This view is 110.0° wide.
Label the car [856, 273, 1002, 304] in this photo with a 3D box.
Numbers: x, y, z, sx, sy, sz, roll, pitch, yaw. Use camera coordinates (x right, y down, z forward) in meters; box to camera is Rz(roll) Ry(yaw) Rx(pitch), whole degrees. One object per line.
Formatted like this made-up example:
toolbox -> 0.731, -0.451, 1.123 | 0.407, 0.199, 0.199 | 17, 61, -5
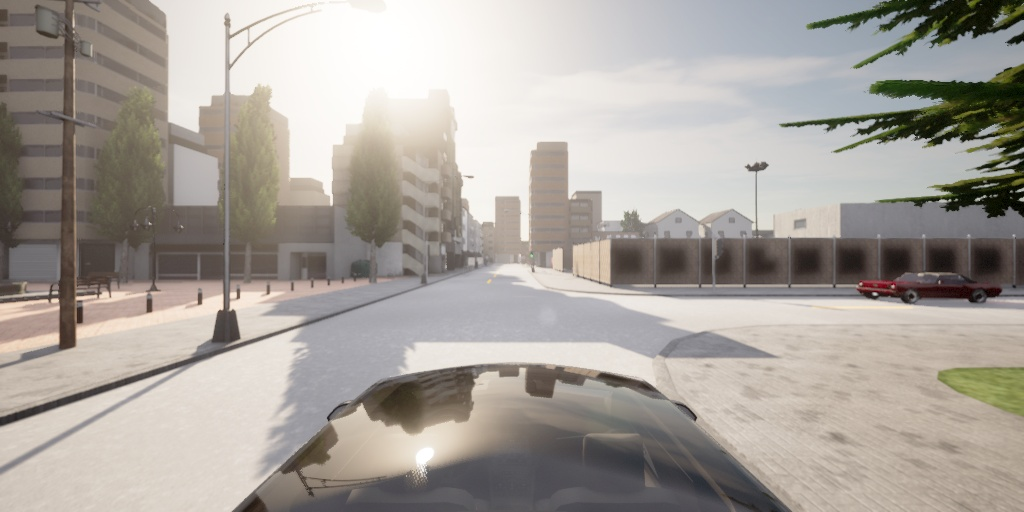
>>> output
car -> 18.702, 1.418, 16.274 | 4.718, 1.301, 1.895 | 0, 0, 0
